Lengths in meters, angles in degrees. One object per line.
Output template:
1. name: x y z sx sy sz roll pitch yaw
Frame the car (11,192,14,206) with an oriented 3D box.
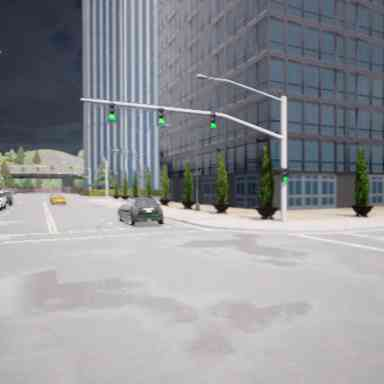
1. car: -26.312 0.869 46.578 2.150 2.045 5.566 -1 1 -24

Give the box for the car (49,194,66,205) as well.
1. car: -19.924 1.068 49.690 1.882 1.535 5.008 -1 1 -25

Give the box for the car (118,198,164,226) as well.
1. car: -3.513 1.160 22.097 2.097 1.767 4.553 -1 1 -24

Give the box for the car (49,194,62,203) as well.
1. car: -24.501 1.055 59.495 2.033 1.411 5.357 -1 1 -24

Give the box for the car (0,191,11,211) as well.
1. car: -21.918 0.952 36.836 2.150 2.045 5.566 0 1 -23
